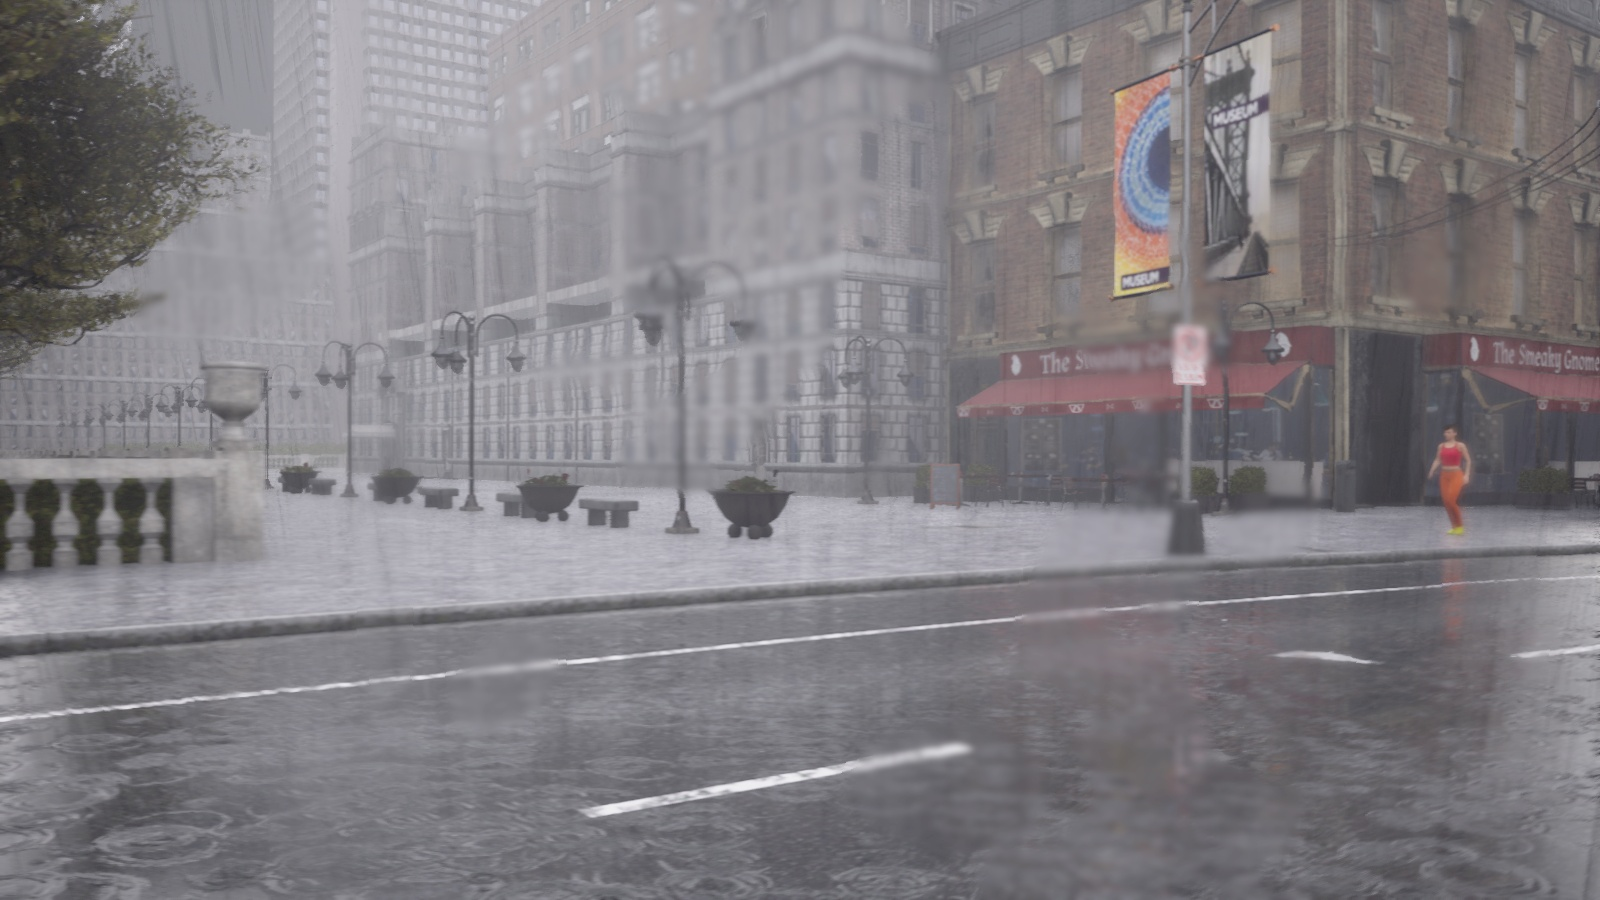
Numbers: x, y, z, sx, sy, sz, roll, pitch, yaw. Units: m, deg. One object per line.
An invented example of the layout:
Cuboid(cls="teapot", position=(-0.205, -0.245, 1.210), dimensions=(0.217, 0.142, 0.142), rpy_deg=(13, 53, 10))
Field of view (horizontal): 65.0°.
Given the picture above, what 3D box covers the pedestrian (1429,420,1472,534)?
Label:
Cuboid(cls="pedestrian", position=(10.587, 0.429, 20.442), dimensions=(0.594, 1.836, 0.345), rpy_deg=(0, 0, -28))
